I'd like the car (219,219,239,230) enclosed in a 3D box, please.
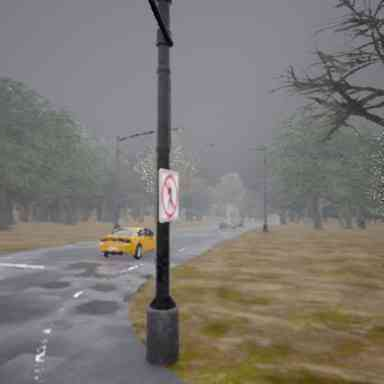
[{"bbox_3d":[5.012,4.551,47.305,1.812,1.442,4.674,0,-4,16],"label":"car"}]

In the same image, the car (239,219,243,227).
[{"bbox_3d":[7.604,5.308,56.835,2.033,1.411,5.357,0,-4,15],"label":"car"}]

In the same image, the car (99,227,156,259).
[{"bbox_3d":[-3.120,2.631,18.137,1.882,1.535,5.008,0,-3,15],"label":"car"}]
